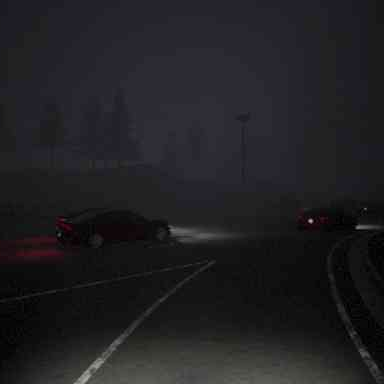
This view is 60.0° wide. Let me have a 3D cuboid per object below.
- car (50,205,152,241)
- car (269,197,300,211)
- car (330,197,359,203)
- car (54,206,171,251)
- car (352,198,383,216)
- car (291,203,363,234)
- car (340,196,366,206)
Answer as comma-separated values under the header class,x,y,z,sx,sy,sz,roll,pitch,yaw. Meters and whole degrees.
class,x,y,z,sx,sy,sz,roll,pitch,yaw
car,-4.690,1.504,17.672,4.892,1.490,1.837,0,0,-41
car,11.598,1.352,41.380,4.553,1.767,2.097,0,0,-41
car,16.678,1.502,36.526,4.892,1.490,1.837,0,0,-41
car,-3.198,1.477,14.321,5.008,1.535,1.882,0,0,-41
car,18.073,1.562,33.090,4.181,1.385,1.994,0,0,-41
car,7.999,1.564,19.532,4.181,1.385,1.994,0,0,-41
car,26.465,1.491,54.497,4.902,1.511,2.128,0,0,-41
